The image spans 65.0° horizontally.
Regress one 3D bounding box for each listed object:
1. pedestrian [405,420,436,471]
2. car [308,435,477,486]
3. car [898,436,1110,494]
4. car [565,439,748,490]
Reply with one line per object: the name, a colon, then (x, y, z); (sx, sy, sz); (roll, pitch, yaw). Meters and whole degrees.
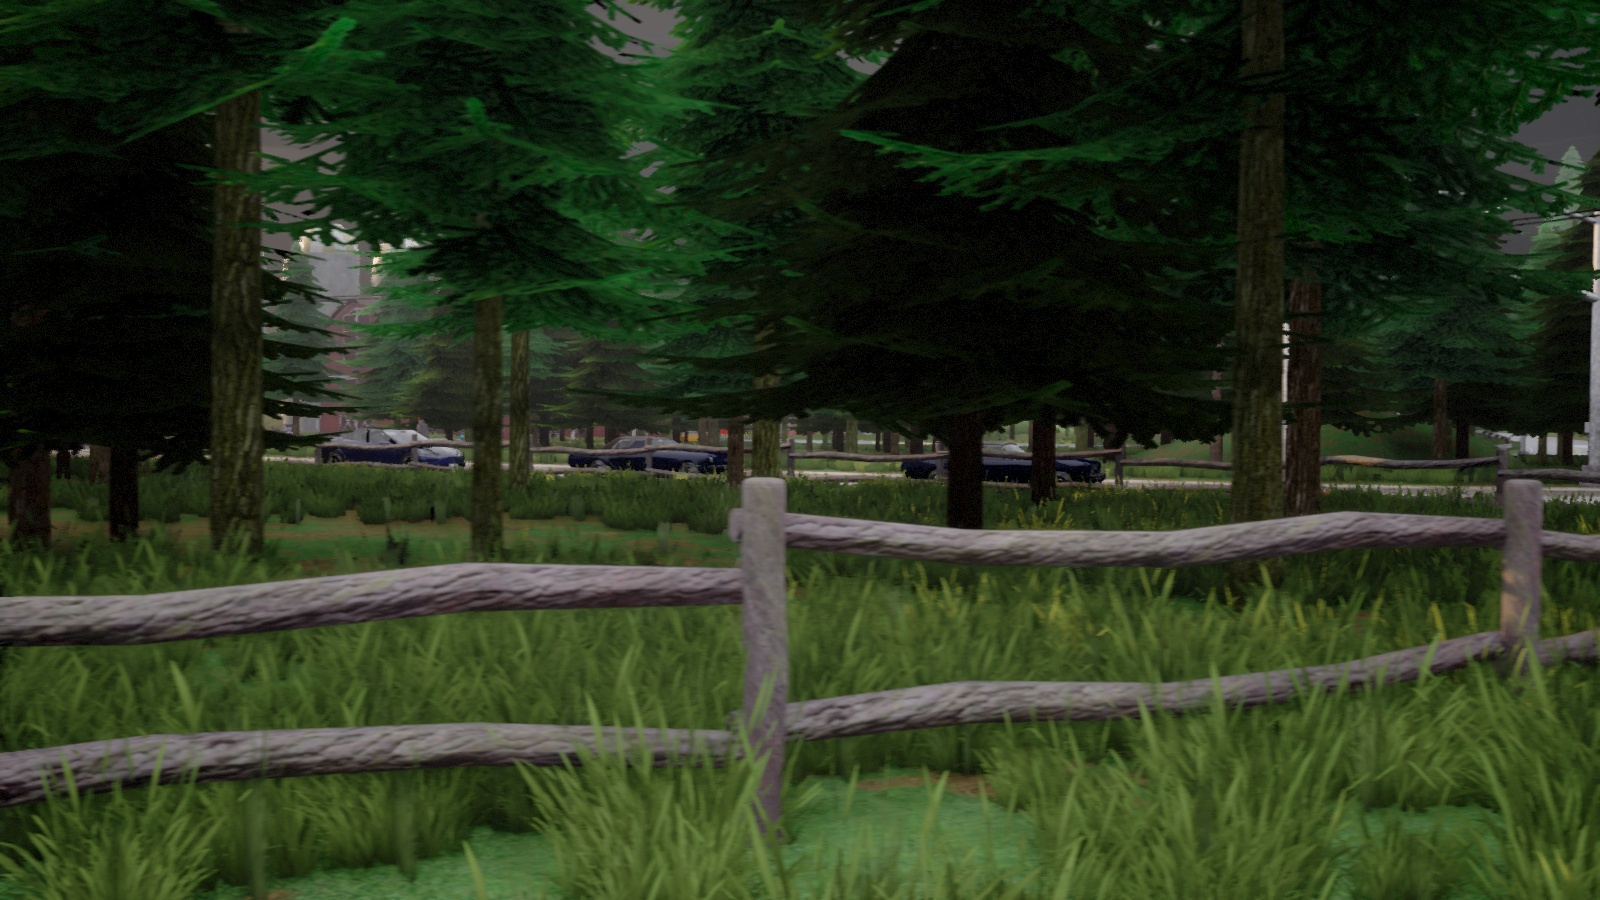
pedestrian: (-14.685, -0.160, 48.611); (0.873, 1.952, 0.659); (0, 1, 25)
car: (-12.657, 0.310, 38.968); (4.792, 1.488, 2.163); (0, 1, 26)
car: (4.937, 0.347, 30.479); (4.718, 1.301, 1.895); (0, 1, 25)
car: (-3.983, 0.379, 34.777); (4.718, 1.301, 1.895); (0, 1, 26)
